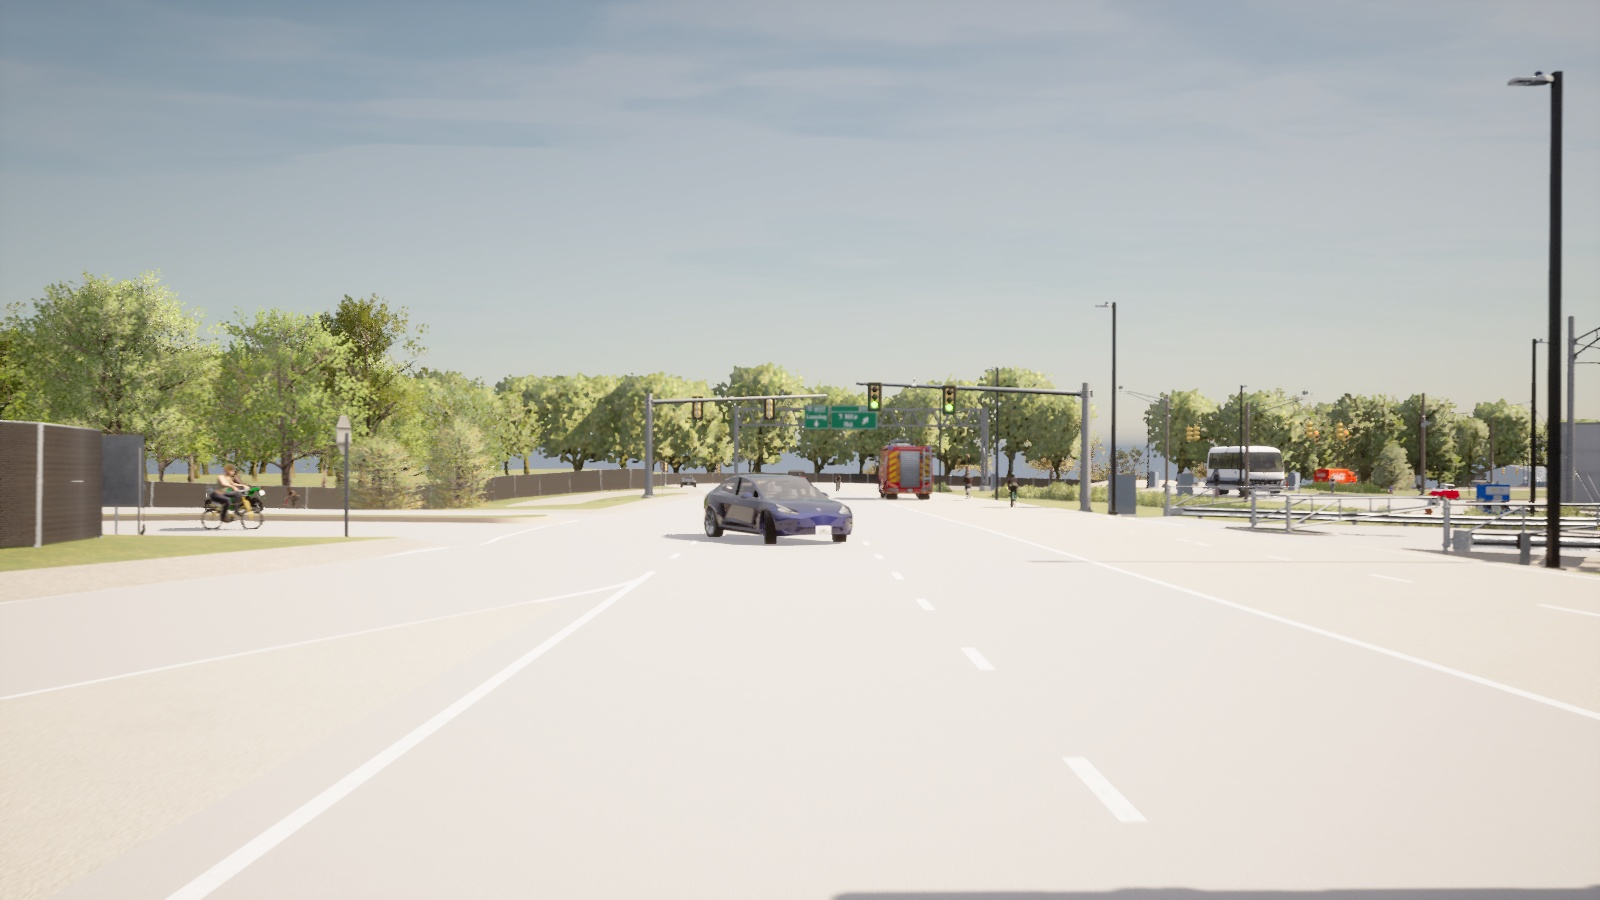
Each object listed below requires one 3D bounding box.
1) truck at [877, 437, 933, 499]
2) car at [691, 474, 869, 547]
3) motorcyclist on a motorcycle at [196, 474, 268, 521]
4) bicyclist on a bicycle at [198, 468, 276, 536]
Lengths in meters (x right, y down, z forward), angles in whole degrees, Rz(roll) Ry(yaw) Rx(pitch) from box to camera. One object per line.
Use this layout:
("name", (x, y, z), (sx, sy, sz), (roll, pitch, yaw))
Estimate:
("truck", (6.797, 1.220, 82.160), (2.891, 3.827, 8.468), (0, -1, 0))
("car", (-0.569, 1.296, 28.395), (2.163, 1.488, 4.792), (0, -1, -26))
("motorcyclist on a motorcycle", (-18.894, 1.570, 41.819), (2.044, 1.523, 0.797), (0, 0, 1))
("bicyclist on a bicycle", (-13.700, 1.262, 30.576), (1.509, 1.612, 0.866), (0, 0, 0))
